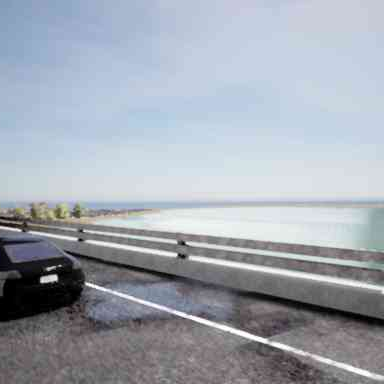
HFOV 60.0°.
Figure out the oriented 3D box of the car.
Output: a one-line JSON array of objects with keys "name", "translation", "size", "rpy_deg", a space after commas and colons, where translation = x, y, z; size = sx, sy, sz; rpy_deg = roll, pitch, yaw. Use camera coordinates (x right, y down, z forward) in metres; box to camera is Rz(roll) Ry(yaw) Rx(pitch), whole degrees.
[{"name": "car", "translation": [-4.391, 1.759, 8.116], "size": [4.181, 1.385, 1.994], "rpy_deg": [-1, -2, 42]}]
